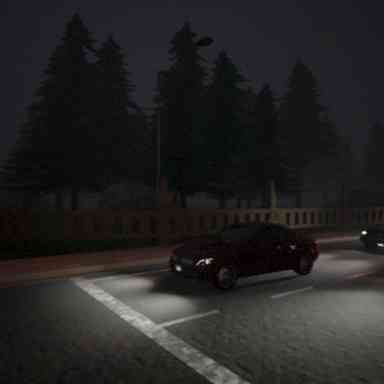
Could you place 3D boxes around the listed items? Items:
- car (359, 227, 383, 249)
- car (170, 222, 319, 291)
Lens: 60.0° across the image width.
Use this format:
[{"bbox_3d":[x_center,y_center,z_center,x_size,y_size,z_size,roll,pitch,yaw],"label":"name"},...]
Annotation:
[{"bbox_3d":[9.327,1.791,14.144,4.718,1.301,1.895,1,0,-29],"label":"car"},{"bbox_3d":[1.626,1.596,9.308,4.674,1.442,1.812,1,0,-33],"label":"car"}]
